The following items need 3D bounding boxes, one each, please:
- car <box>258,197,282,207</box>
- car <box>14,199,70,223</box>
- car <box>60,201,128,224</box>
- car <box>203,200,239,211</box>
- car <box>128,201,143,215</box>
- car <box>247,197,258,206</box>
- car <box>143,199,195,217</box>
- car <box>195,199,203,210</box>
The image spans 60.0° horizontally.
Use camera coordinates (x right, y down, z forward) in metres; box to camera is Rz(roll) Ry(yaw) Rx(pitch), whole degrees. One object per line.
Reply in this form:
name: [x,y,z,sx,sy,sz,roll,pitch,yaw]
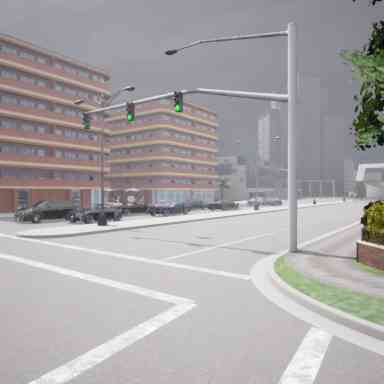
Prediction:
car: [12.532,1.525,51.958,1.812,1.442,4.674,0,0,37]
car: [-11.107,1.352,25.582,2.097,1.767,4.553,0,0,36]
car: [-7.249,1.564,24.926,1.994,1.385,4.181,0,0,36]
car: [3.777,1.601,40.057,1.895,1.301,4.718,0,0,36]
car: [-5.838,1.601,32.813,1.895,1.301,4.718,0,0,36]
car: [10.852,1.526,55.567,1.812,1.442,4.674,0,0,36]
car: [-2.091,1.601,32.005,1.895,1.301,4.718,0,0,36]
car: [-0.090,1.547,40.699,2.033,1.411,5.357,0,0,36]
